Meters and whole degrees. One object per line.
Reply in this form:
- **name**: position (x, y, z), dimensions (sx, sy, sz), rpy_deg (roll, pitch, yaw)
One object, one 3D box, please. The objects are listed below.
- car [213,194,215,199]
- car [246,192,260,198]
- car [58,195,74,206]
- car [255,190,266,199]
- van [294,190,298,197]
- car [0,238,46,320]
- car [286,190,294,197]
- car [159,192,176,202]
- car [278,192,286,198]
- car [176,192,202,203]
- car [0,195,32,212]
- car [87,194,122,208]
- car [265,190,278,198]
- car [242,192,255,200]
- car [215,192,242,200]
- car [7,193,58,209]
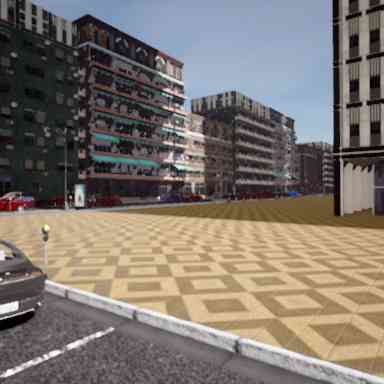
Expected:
- **car**: position (6.266, 0.720, 73.218), dimensions (1.967, 1.590, 4.097), rpy_deg (0, 0, 36)
- **car**: position (16.025, 0.732, 86.626), dimensions (1.947, 1.339, 4.313), rpy_deg (0, 0, 36)
- **car**: position (-16.503, 1.103, 41.936), dimensions (1.887, 1.381, 4.507), rpy_deg (0, 0, 36)
- **car**: position (13.042, 0.806, 68.286), dimensions (1.802, 1.307, 4.206), rpy_deg (0, 0, 36)
- **van**: position (26.052, 0.416, 86.162), dimensions (1.690, 1.788, 3.998), rpy_deg (0, 0, 36)
- **car**: position (-4.525, 1.493, 6.295), dimensions (4.403, 1.369, 2.008), rpy_deg (1, 0, 36)
- **car**: position (22.800, 0.693, 81.694), dimensions (1.802, 1.307, 4.206), rpy_deg (0, 0, 36)
- **car**: position (-3.365, 0.754, 55.521), dimensions (2.097, 1.767, 4.553), rpy_deg (0, 0, 36)
- **car**: position (19.547, 0.699, 77.224), dimensions (2.008, 1.369, 4.403), rpy_deg (0, 0, 36)
- **car**: position (0.030, 0.821, 50.410), dimensions (1.967, 1.590, 4.097), rpy_deg (0, 0, 36)
- **car**: position (-16.233, 1.170, 28.065), dimensions (1.802, 1.307, 4.206), rpy_deg (0, 0, 36)
- **car**: position (-9.728, 0.944, 37.003), dimensions (1.967, 1.590, 4.097), rpy_deg (0, 0, 36)
- **car**: position (16.293, 0.501, 72.754), dimensions (2.192, 1.841, 5.009), rpy_deg (0, 0, 36)
- **car**: position (9.789, 0.808, 63.817), dimensions (1.887, 1.381, 4.507), rpy_deg (0, 0, 36)
- **car**: position (6.536, 0.853, 59.348), dimensions (2.008, 1.369, 4.403), rpy_deg (0, 0, 36)
- **car**: position (-17.738, 1.132, 35.850), dimensions (2.033, 1.411, 5.357), rpy_deg (0, 0, 36)
